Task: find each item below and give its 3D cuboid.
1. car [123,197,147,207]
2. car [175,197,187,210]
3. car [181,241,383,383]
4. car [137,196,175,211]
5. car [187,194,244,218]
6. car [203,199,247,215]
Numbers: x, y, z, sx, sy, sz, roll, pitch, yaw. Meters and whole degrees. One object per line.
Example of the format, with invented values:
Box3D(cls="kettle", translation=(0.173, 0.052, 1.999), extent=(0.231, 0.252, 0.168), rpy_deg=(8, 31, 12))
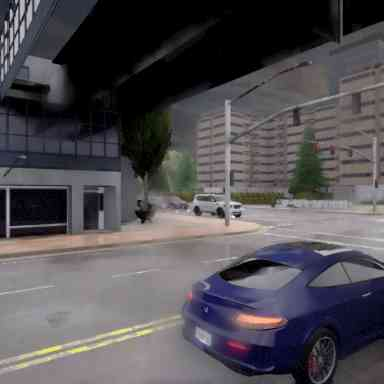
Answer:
Box3D(cls="car", translation=(-8.808, 1.564, 51.482), extent=(1.994, 1.385, 4.181), rpy_deg=(0, 0, -36))
Box3D(cls="car", translation=(-2.400, 1.352, 42.574), extent=(2.097, 1.767, 4.553), rpy_deg=(0, 0, -36))
Box3D(cls="car", translation=(2.014, 1.526, 5.234), extent=(4.674, 1.442, 1.812), rpy_deg=(0, 0, -35))
Box3D(cls="car", translation=(-4.597, 1.490, 39.633), extent=(2.128, 1.511, 4.902), rpy_deg=(0, 0, -36))
Box3D(cls="car", translation=(2.219, 1.222, 30.196), extent=(2.150, 2.045, 5.566), rpy_deg=(0, 0, -36))
Box3D(cls="car", translation=(3.326, 1.505, 34.637), extent=(1.837, 1.490, 4.892), rpy_deg=(0, 0, -36))
